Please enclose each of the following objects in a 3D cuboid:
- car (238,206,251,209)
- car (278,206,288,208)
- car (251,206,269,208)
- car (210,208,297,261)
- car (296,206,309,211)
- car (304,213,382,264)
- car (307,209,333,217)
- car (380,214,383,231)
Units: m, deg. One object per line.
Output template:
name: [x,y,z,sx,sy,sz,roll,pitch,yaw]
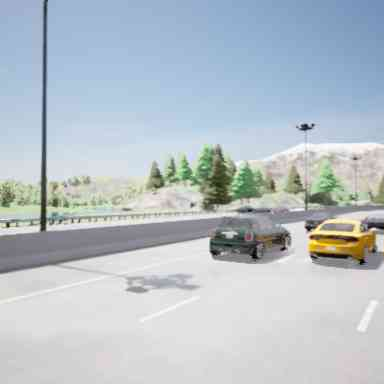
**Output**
car: [10.010,3.295,62.068,1.882,1.535,5.008,-2,-2,35]
car: [15.791,3.191,58.141,1.812,1.442,4.674,-2,-2,35]
car: [12.925,3.306,60.140,1.994,1.385,4.181,-2,-2,35]
car: [2.686,1.783,14.576,2.097,1.767,4.553,-2,-2,35]
car: [18.671,3.115,56.158,1.812,1.442,4.674,-2,-2,35]
car: [6.258,1.857,13.564,1.882,1.535,5.008,-2,-2,35]
car: [10.069,2.257,25.237,2.033,1.411,5.357,-2,-2,35]
car: [13.823,2.265,24.479,1.895,1.301,4.718,-2,-2,35]
